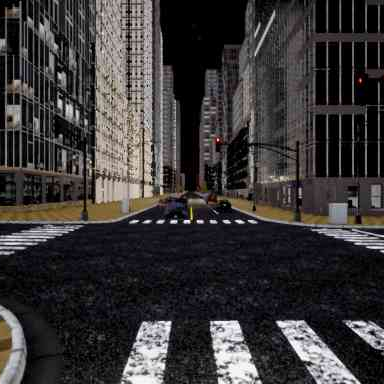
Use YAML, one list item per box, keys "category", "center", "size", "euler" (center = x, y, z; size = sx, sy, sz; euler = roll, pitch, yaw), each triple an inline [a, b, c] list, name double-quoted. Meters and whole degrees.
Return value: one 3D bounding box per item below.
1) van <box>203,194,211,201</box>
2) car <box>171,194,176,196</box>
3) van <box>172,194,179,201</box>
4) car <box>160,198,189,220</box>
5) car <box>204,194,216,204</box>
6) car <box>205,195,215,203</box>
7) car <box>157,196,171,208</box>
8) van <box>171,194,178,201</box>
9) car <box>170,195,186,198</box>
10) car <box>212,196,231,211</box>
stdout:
- category: "van"
  center: [3.667, 1.321, 80.482]
  size: [1.690, 1.788, 3.998]
  euler: [0, 0, 0]
- category: "car"
  center: [-4.133, 1.564, 63.861]
  size: [1.947, 1.339, 4.313]
  euler: [0, 0, 0]
- category: "van"
  center: [-4.239, 1.315, 85.971]
  size: [1.690, 1.788, 3.998]
  euler: [0, 0, 0]
- category: "car"
  center: [-1.403, 1.566, 29.084]
  size: [2.033, 1.411, 5.357]
  euler: [0, 0, -2]
- category: "car"
  center: [3.747, 1.313, 63.899]
  size: [2.192, 1.841, 5.009]
  euler: [0, 0, 0]
- category: "car"
  center: [3.721, 1.432, 69.427]
  size: [1.967, 1.590, 4.097]
  euler: [0, 0, 0]
- category: "car"
  center: [-4.053, 1.592, 47.278]
  size: [1.802, 1.307, 4.206]
  euler: [0, 0, 0]
- category: "van"
  center: [-4.213, 1.321, 80.444]
  size: [1.690, 1.788, 3.998]
  euler: [0, 0, 0]
- category: "car"
  center: [-1.571, 1.538, 43.577]
  size: [1.812, 1.442, 4.674]
  euler: [0, 0, 0]
- category: "car"
  center: [3.903, 1.579, 41.790]
  size: [1.947, 1.339, 4.313]
  euler: [0, 0, 0]
